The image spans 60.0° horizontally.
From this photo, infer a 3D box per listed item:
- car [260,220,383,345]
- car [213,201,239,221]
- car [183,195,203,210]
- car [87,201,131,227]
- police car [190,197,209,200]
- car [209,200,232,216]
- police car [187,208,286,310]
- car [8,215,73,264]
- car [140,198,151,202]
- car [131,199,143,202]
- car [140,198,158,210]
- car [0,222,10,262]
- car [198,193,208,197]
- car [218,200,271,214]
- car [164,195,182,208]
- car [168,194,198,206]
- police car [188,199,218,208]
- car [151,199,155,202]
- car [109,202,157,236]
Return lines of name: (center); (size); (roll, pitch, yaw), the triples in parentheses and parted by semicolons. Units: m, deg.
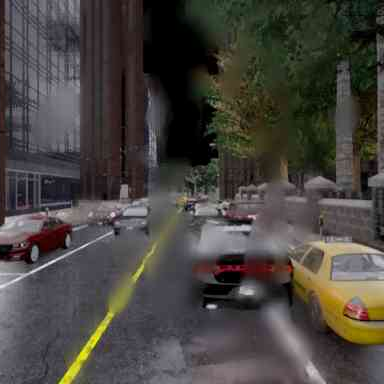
car: (2.775, 1.525, 6.554); (1.752, 1.417, 4.829); (0, 0, 0)
car: (2.816, 1.530, 28.380); (1.752, 1.417, 4.829); (0, 0, 0)
car: (0.081, 1.515, 42.789); (1.837, 1.490, 4.892); (0, 0, 0)
car: (-5.719, 1.443, 22.767); (1.967, 1.590, 4.097); (0, 0, 0)
police car: (0.946, 1.429, 24.045); (1.930, 1.638, 5.238); (0, 0, 0)
car: (2.826, 1.573, 33.667); (1.947, 1.339, 4.313); (0, 0, 0)
police car: (0.916, 1.426, 8.045); (1.930, 1.638, 5.238); (0, 0, 0)
car: (-5.740, 1.545, 11.853); (1.887, 1.381, 4.507); (0, 0, 0)
car: (-5.699, 1.551, 33.681); (1.887, 1.381, 4.507); (0, 0, 0)
car: (-5.709, 1.556, 28.224); (2.008, 1.369, 4.403); (0, 0, 0)
car: (-5.679, 1.536, 44.424); (1.752, 1.417, 4.829); (0, 0, 0)
car: (-5.750, 1.544, 6.395); (1.887, 1.381, 4.507); (0, 0, 0)
car: (2.907, 1.470, 76.549); (1.967, 1.590, 4.097); (0, 0, 0)
car: (2.796, 1.317, 17.297); (2.192, 1.841, 5.009); (0, 0, 0)
car: (-2.909, 1.579, 47.860); (1.994, 1.385, 4.181); (0, 0, 0)
car: (-1.480, 1.491, 53.890); (1.882, 1.535, 5.008); (1, 0, -38)
police car: (0.917, 1.428, 18.045); (1.930, 1.638, 5.238); (0, 0, 0)
car: (-5.689, 1.449, 39.138); (1.967, 1.590, 4.097); (0, 0, 0)
car: (-3.064, 1.528, 18.686); (1.812, 1.442, 4.674); (0, 0, 0)
